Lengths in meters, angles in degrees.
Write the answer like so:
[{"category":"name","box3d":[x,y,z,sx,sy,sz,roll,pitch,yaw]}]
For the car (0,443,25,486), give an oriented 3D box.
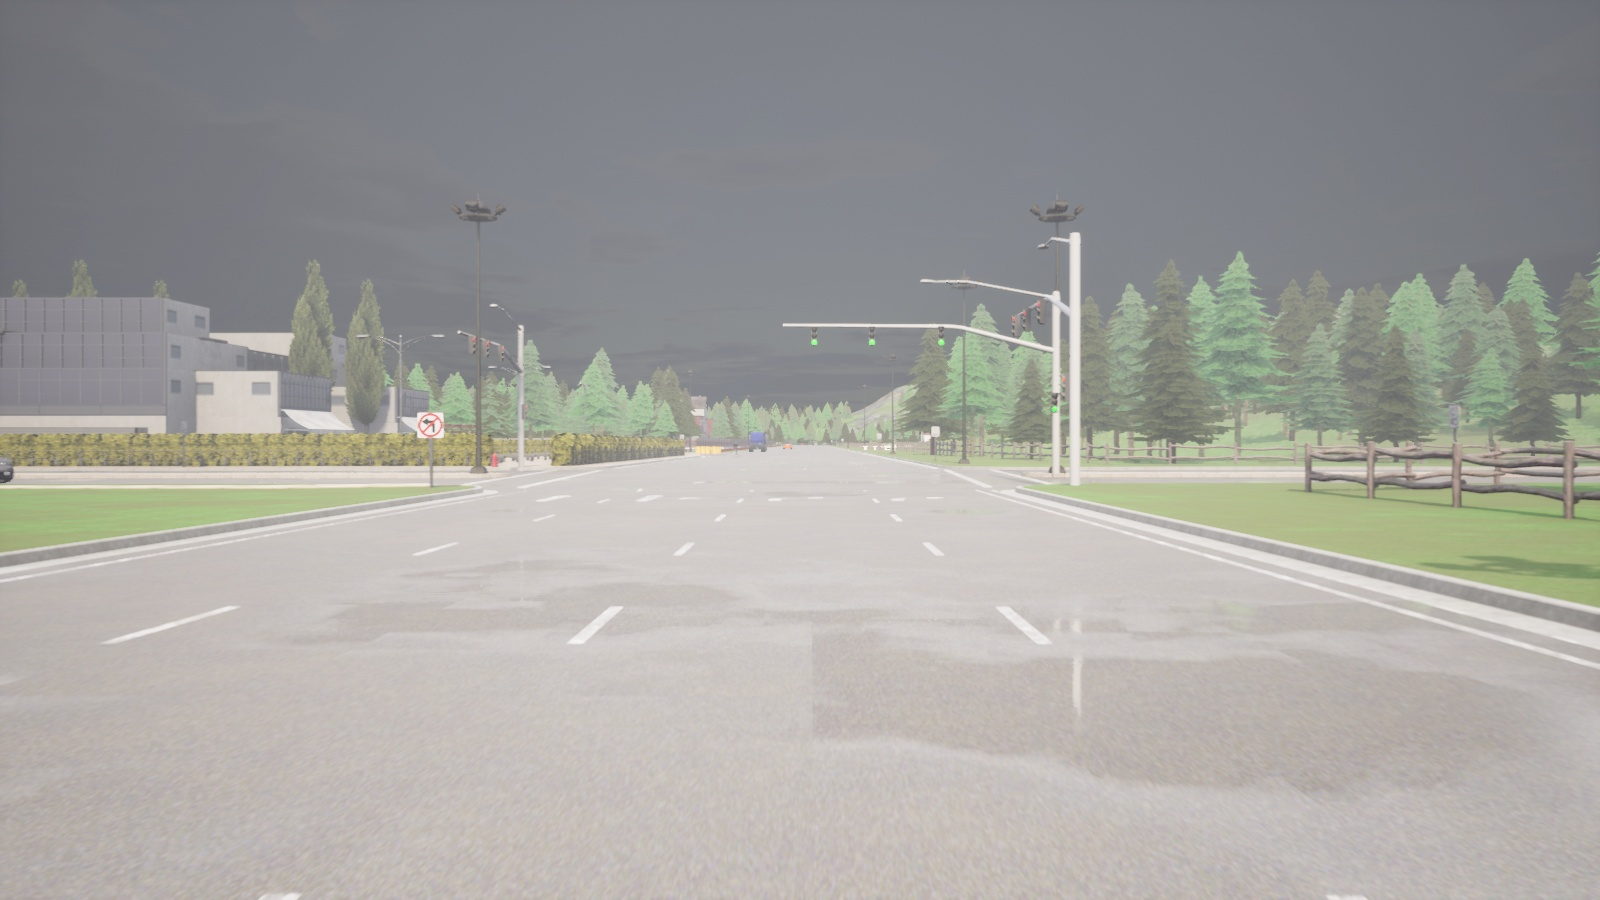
[{"category":"car","box3d":[-29.597,0.488,44.084,3.633,1.501,1.845,0,0,0]}]
